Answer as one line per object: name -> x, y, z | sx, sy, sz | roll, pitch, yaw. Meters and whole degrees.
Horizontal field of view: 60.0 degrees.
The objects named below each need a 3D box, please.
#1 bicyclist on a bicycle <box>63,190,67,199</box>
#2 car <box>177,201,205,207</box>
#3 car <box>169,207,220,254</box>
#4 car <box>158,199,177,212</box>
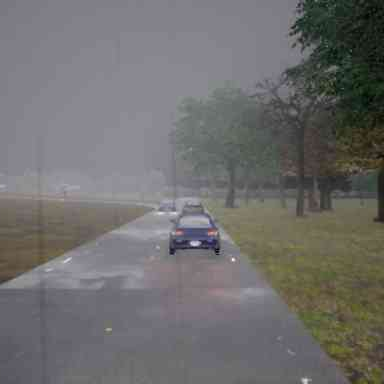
bicyclist on a bicycle -> -22.662, 0.454, 59.181 | 0.582, 1.620, 1.656 | 2, 0, 0
car -> 0.092, 1.489, 28.678 | 2.128, 1.511, 4.902 | 0, 0, 0
car -> 0.097, 1.531, 13.312 | 1.812, 1.442, 4.674 | 0, 0, 0
car -> -2.803, 1.521, 38.731 | 1.812, 1.442, 4.674 | 0, 0, 1
